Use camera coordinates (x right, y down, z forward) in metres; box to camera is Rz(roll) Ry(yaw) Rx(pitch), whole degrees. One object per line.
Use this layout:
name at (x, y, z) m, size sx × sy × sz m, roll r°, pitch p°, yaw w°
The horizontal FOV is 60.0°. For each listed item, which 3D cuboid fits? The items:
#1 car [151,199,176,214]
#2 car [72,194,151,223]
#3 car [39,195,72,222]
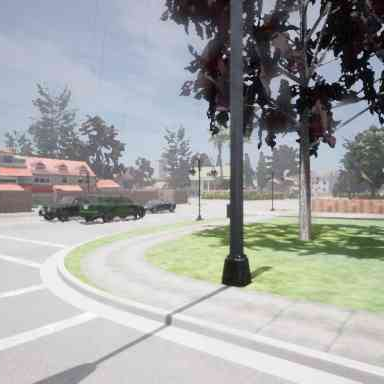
car at (-3.651, 1.491, 35.893) m, size 2.128 × 1.511 × 4.902 m, roll 0°, pitch 0°, yaw 34°
car at (-6.030, 1.220, 25.759) m, size 2.150 × 2.045 × 5.566 m, roll 0°, pitch 0°, yaw 33°
car at (-9.524, 1.222, 27.226) m, size 2.150 × 2.045 × 5.566 m, roll 0°, pitch 0°, yaw 34°
